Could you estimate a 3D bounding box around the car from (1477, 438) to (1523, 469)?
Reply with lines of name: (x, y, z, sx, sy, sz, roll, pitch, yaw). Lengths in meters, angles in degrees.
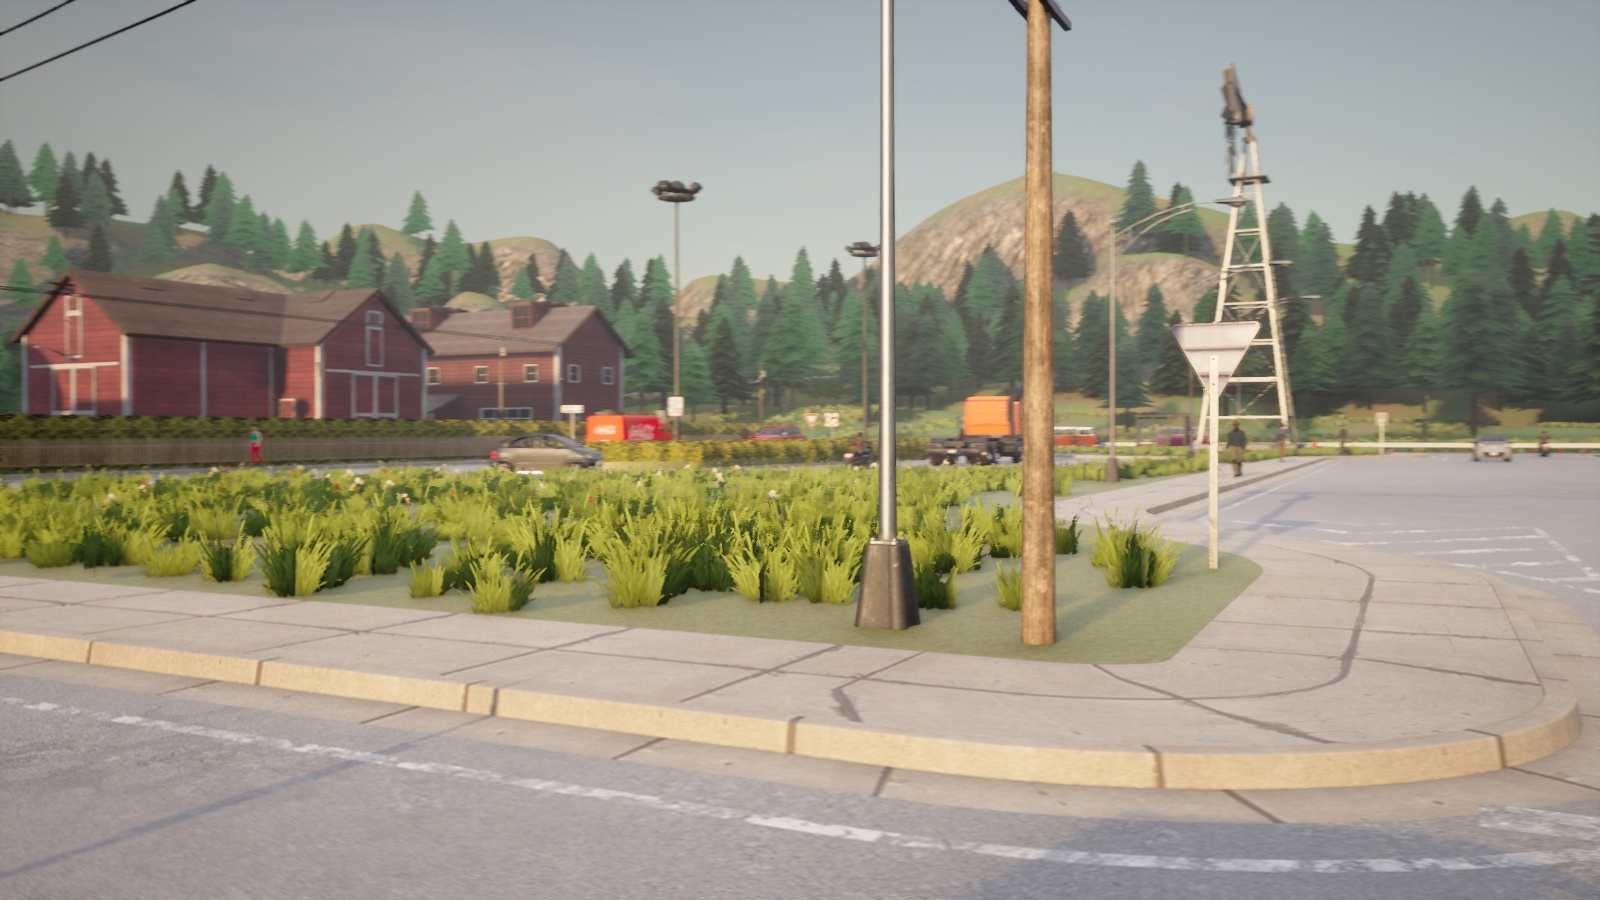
car: (35.749, 0.161, 64.208, 1.845, 1.501, 3.633, 1, 1, 26)

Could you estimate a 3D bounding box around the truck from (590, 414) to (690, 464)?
truck: (-8.228, -0.599, 65.008, 2.627, 2.467, 5.204, 1, 1, 27)

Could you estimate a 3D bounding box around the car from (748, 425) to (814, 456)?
car: (-1.253, -0.646, 86.302, 2.150, 2.045, 5.566, 1, 1, 27)

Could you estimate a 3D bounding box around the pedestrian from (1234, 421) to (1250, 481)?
pedestrian: (13.618, 0.028, 38.697, 0.370, 1.835, 0.726, 1, 1, 26)

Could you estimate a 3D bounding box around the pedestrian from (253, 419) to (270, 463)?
pedestrian: (-22.565, -0.368, 52.632, 0.345, 1.836, 0.594, 1, 1, 24)

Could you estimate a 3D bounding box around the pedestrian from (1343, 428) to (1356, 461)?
pedestrian: (31.241, -0.321, 71.354, 0.614, 1.847, 0.353, 0, 1, -29)

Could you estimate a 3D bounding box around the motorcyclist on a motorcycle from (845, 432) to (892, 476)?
motorcyclist on a motorcycle: (2.654, 0.128, 48.381, 0.766, 1.649, 2.350, 0, 0, 32)

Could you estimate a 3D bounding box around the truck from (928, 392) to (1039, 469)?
truck: (8.972, -0.937, 60.651, 2.891, 3.462, 7.936, 1, 1, 27)

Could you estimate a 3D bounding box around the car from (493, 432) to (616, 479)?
car: (-8.292, 0.177, 42.607, 3.705, 1.549, 1.789, 0, 1, 10)

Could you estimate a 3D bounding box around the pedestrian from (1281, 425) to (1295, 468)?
pedestrian: (22.059, -0.172, 56.760, 0.423, 1.949, 0.788, 1, 1, 30)
